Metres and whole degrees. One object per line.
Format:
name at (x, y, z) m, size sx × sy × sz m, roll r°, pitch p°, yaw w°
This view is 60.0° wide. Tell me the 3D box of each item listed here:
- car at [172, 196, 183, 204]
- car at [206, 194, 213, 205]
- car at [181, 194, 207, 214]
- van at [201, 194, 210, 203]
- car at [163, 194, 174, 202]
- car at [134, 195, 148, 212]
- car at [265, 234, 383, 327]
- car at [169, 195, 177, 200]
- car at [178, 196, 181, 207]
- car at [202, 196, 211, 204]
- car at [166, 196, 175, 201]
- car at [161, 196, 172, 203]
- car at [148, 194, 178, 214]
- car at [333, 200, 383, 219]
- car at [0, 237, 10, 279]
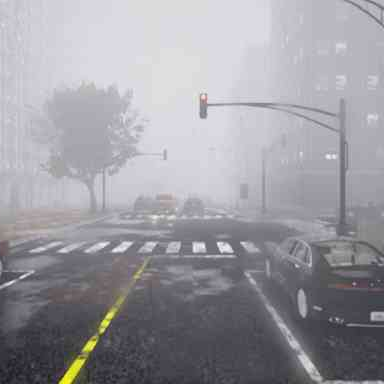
car at (-2.839, 1.593, 66.111) m, size 2.033 × 1.411 × 5.357 m, roll 0°, pitch 0°, yaw 1°
car at (2.862, 1.606, 61.434) m, size 1.947 × 1.339 × 4.313 m, roll 0°, pitch 0°, yaw 0°
car at (0.200, 1.367, 35.670) m, size 2.097 × 1.767 × 4.553 m, roll 0°, pitch 0°, yaw 0°
van at (2.892, 1.397, 72.481) m, size 1.690 × 1.788 × 3.998 m, roll 0°, pitch 0°, yaw 0°
car at (-5.473, 1.380, 78.027) m, size 2.192 × 1.841 × 5.009 m, roll 0°, pitch 0°, yaw 0°
car at (-5.582, 1.333, 39.367) m, size 2.192 × 1.841 × 5.009 m, roll 0°, pitch 0°, yaw 0°
car at (2.707, 1.551, 6.955) m, size 2.008 × 1.369 × 4.403 m, roll 0°, pitch 0°, yaw 0°
car at (-5.425, 1.647, 94.595) m, size 2.008 × 1.369 × 4.403 m, roll 0°, pitch 0°, yaw 0°
car at (-2.951, 1.591, 50.695) m, size 1.994 × 1.385 × 4.181 m, roll 0°, pitch 0°, yaw 0°
car at (2.878, 1.573, 67.127) m, size 1.752 × 1.417 × 4.829 m, roll 0°, pitch 0°, yaw 0°
car at (-5.457, 1.625, 83.550) m, size 2.008 × 1.369 × 4.403 m, roll 0°, pitch 0°, yaw 0°
car at (-5.488, 1.621, 72.505) m, size 1.947 × 1.339 × 4.313 m, roll 0°, pitch 0°, yaw 0°
car at (-3.000, 1.236, 35.698) m, size 2.150 × 2.045 × 5.566 m, roll 0°, pitch 0°, yaw 0°
car at (13.498, 1.348, 26.330) m, size 4.403 × 1.369 × 2.008 m, roll -1°, pitch 1°, yaw 0°
car at (-5.673, 1.545, 6.979) m, size 1.887 × 1.381 × 4.507 m, roll 0°, pitch 0°, yaw 0°
